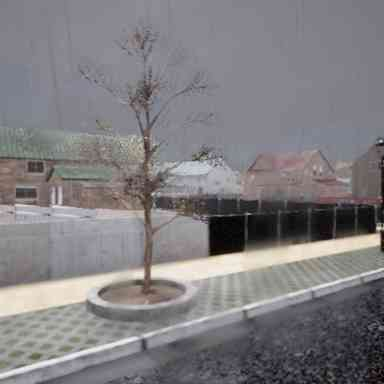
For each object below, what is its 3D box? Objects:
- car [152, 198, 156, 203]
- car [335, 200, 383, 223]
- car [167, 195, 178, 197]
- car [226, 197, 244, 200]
[{"bbox_3d":[-7.733,1.070,53.956,2.033,1.411,5.357,0,1,-34],"label":"car"},{"bbox_3d":[12.327,1.386,24.324,2.128,1.511,4.902,0,1,-34],"label":"car"},{"bbox_3d":[-3.383,1.160,52.556,1.895,1.301,4.718,0,1,-34],"label":"car"},{"bbox_3d":[4.720,1.284,35.500,1.812,1.442,4.674,0,1,-34],"label":"car"}]
